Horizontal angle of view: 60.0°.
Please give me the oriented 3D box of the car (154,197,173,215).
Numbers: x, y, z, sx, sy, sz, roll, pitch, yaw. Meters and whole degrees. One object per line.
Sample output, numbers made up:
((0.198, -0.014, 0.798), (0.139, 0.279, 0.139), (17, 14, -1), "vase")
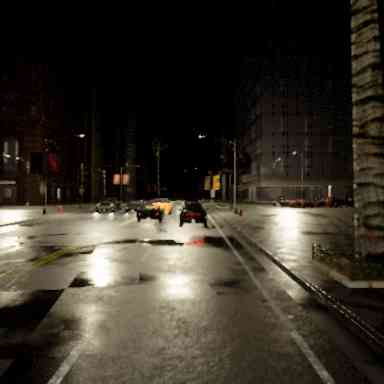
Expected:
((-3.155, 1.436, 35.318), (2.097, 1.767, 4.553), (0, 0, 0), "car")

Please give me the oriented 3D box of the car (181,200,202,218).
((-0.006, 1.544, 32.212), (1.882, 1.535, 5.008), (0, 0, 0), "car")

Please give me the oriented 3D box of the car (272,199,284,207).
((15.176, 1.732, 54.142), (4.313, 1.339, 1.947), (0, -1, -1), "car")

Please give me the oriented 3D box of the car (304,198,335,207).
((20.816, 1.713, 54.231), (4.313, 1.339, 1.947), (0, -1, -1), "car")

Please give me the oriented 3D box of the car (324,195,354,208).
((20.946, 1.346, 45.710), (5.009, 1.841, 2.192), (0, -1, -1), "car")

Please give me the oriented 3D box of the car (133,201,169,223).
((-3.153, 1.640, 26.233), (1.895, 1.301, 4.718), (0, 0, 0), "car")

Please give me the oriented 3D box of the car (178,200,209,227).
((0.093, 1.531, 22.720), (1.837, 1.490, 4.892), (0, 0, 0), "car")

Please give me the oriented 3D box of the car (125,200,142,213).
((-6.507, 1.667, 39.168), (2.033, 1.411, 5.357), (0, 0, 0), "car")

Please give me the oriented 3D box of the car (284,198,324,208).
((15.308, 1.633, 45.619), (4.206, 1.307, 1.802), (0, -1, -1), "car")

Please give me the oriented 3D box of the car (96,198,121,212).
((-9.757, 1.466, 39.199), (2.097, 1.767, 4.553), (0, 0, 0), "car")
